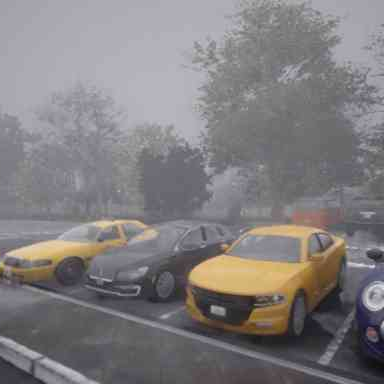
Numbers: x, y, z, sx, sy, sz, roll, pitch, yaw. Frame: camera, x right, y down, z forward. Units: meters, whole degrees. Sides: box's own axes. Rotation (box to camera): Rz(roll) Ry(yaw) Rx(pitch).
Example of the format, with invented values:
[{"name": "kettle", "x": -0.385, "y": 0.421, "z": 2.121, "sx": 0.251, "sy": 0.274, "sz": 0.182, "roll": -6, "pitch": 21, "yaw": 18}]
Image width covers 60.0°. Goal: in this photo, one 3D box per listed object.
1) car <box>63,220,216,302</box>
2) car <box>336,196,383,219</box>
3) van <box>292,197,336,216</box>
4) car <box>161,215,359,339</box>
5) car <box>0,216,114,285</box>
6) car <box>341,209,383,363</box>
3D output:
[{"name": "car", "x": -0.419, "y": 1.515, "z": 8.577, "sx": 2.231, "sy": 1.521, "sz": 4.892, "roll": -1, "pitch": 0, "yaw": 36}, {"name": "car", "x": 9.631, "y": 1.231, "z": 17.500, "sx": 2.435, "sy": 2.045, "sz": 5.566, "roll": -1, "pitch": 0, "yaw": 36}, {"name": "van", "x": 7.330, "y": 1.286, "z": 19.253, "sx": 1.878, "sy": 1.987, "sz": 4.442, "roll": -1, "pitch": 0, "yaw": 36}, {"name": "car", "x": 1.838, "y": 1.487, "z": 6.966, "sx": 2.097, "sy": 1.535, "sz": 5.008, "roll": 0, "pitch": 0, "yaw": 36}, {"name": "car", "x": -2.783, "y": 1.546, "z": 10.030, "sx": 1.946, "sy": 1.575, "sz": 5.366, "roll": -1, "pitch": 0, "yaw": 36}, {"name": "car", "x": 4.111, "y": 1.343, "z": 5.373, "sx": 2.185, "sy": 1.767, "sz": 4.553, "roll": 0, "pitch": 0, "yaw": 36}]
